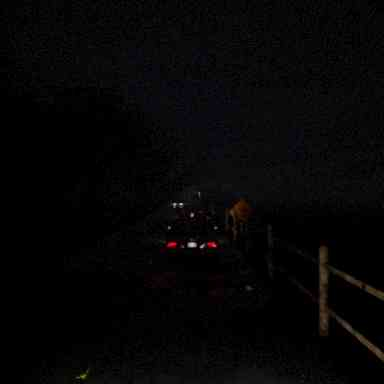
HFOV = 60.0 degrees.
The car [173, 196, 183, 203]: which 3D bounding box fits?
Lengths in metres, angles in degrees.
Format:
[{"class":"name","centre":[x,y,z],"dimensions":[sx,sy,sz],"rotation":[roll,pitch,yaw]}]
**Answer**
[{"class":"car","centre":[-2.729,1.473,65.687],"dimensions":[2.033,1.411,5.357],"rotation":[0,1,0]}]

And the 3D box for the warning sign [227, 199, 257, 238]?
[{"class":"warning sign","centre":[2.459,1.265,16.538],"dimensions":[1.300,1.860,1.060],"rotation":[0,0,0]}]

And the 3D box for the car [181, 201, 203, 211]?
[{"class":"car","centre":[0.035,1.780,28.493],"dimensions":[1.994,1.385,4.181],"rotation":[0,0,1]}]

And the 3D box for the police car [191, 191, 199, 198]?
[{"class":"police car","centre":[0.863,0.895,91.629],"dimensions":[1.930,1.638,5.238],"rotation":[0,1,0]}]

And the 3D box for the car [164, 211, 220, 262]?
[{"class":"car","centre":[0.016,1.662,12.527],"dimensions":[2.033,1.411,5.357],"rotation":[0,0,0]}]
